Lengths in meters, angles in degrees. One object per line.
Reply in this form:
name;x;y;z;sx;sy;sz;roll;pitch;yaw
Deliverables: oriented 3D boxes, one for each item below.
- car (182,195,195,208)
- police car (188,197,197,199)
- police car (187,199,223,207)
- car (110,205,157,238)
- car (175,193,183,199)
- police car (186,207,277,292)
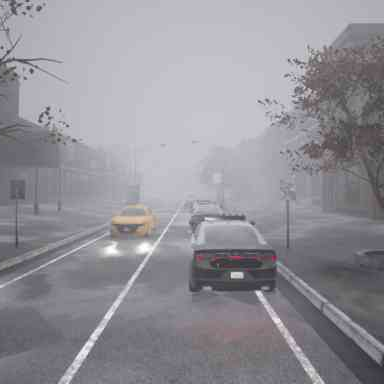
car;-0.106;1.507;46.689;1.812;1.442;4.674;0;0;0
police car;0.836;1.428;25.108;1.930;1.638;5.238;0;0;0
police car;0.851;1.428;19.108;1.930;1.638;5.238;0;0;0
car;-3.045;1.480;17.990;1.882;1.535;5.008;0;0;0
car;-3.228;0.977;87.056;2.097;1.767;4.553;0;1;0
police car;0.878;1.426;9.108;1.930;1.638;5.238;0;0;0
